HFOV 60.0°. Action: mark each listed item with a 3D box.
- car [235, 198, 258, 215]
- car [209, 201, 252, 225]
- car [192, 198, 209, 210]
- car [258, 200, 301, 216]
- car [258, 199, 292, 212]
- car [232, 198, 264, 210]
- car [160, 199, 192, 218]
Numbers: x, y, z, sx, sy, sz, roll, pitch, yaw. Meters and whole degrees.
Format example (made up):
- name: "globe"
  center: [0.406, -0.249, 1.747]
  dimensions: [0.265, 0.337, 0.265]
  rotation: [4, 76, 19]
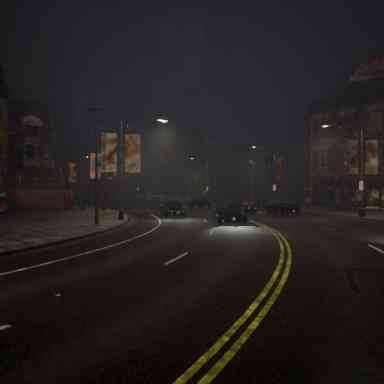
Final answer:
- name: "car"
  center: [4.735, 1.547, 33.549]
  dimensions: [2.033, 1.411, 5.357]
  rotation: [0, 0, -14]
- name: "car"
  center: [2.610, 1.562, 23.671]
  dimensions: [1.994, 1.385, 4.181]
  rotation: [0, 0, -4]
- name: "car"
  center: [0.745, 1.504, 43.591]
  dimensions: [1.837, 1.490, 4.892]
  rotation: [0, 0, -27]
- name: "car"
  center: [8.628, 1.489, 32.194]
  dimensions: [2.128, 1.511, 4.902]
  rotation: [0, 0, -12]
- name: "car"
  center: [9.849, 1.593, 39.845]
  dimensions: [1.895, 1.301, 4.718]
  rotation: [0, 0, -17]
- name: "car"
  center: [7.505, 1.519, 45.075]
  dimensions: [2.002, 1.452, 4.674]
  rotation: [0, 0, -27]
- name: "car"
  center: [-1.728, 1.504, 29.935]
  dimensions: [1.837, 1.490, 4.892]
  rotation: [0, 0, -14]
